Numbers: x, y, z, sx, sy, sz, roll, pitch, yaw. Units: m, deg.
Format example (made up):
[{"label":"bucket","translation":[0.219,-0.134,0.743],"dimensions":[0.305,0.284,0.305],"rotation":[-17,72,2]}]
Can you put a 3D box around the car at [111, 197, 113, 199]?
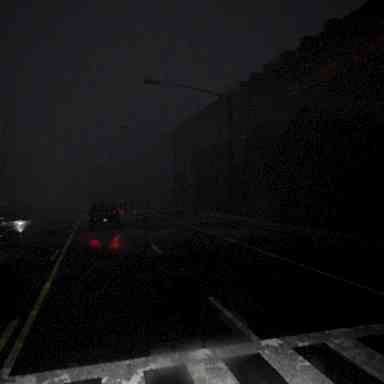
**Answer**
[{"label":"car","translation":[-12.440,1.483,51.875],"dimensions":[1.895,1.301,4.718],"rotation":[-1,0,-34]}]

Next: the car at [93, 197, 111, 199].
[{"label":"car","translation":[-11.989,1.476,42.479],"dimensions":[2.033,1.411,5.357],"rotation":[-1,0,-19]}]

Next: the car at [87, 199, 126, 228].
[{"label":"car","translation":[-5.804,1.449,21.935],"dimensions":[2.128,1.511,4.902],"rotation":[-1,0,-16]}]

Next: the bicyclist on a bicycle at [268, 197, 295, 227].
[{"label":"bicyclist on a bicycle","translation":[4.942,1.123,18.343],"dimensions":[1.656,1.620,0.582],"rotation":[-1,0,-16]}]

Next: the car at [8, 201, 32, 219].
[{"label":"car","translation":[-15.484,1.532,29.382],"dimensions":[1.882,1.535,5.008],"rotation":[-1,0,-16]}]

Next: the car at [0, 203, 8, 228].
[{"label":"car","translation":[-12.531,1.547,19.349],"dimensions":[1.882,1.535,5.008],"rotation":[-1,0,-17]}]

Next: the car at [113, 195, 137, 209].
[{"label":"car","translation":[-8.427,1.228,42.739],"dimensions":[2.097,1.767,4.553],"rotation":[-1,0,-20]}]
